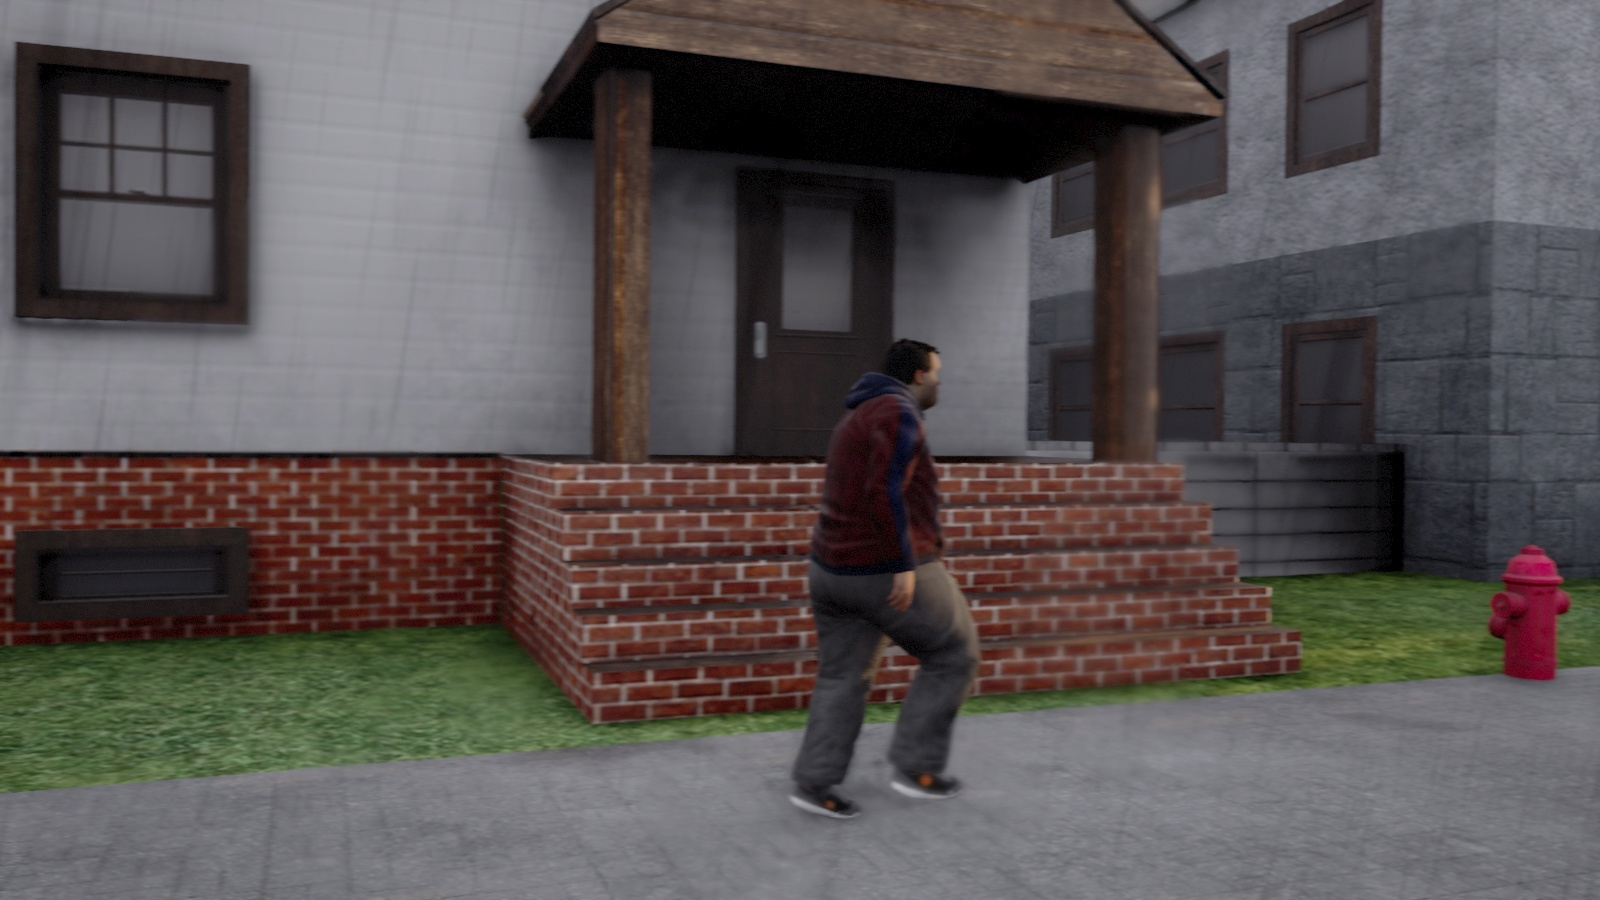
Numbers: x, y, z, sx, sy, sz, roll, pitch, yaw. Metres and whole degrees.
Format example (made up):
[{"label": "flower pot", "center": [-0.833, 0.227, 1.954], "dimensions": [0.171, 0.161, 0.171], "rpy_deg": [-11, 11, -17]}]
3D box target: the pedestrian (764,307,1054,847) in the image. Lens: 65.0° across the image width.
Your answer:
[{"label": "pedestrian", "center": [0.391, 0.427, 4.716], "dimensions": [0.899, 1.844, 0.634], "rpy_deg": [-1, 1, -17]}]
